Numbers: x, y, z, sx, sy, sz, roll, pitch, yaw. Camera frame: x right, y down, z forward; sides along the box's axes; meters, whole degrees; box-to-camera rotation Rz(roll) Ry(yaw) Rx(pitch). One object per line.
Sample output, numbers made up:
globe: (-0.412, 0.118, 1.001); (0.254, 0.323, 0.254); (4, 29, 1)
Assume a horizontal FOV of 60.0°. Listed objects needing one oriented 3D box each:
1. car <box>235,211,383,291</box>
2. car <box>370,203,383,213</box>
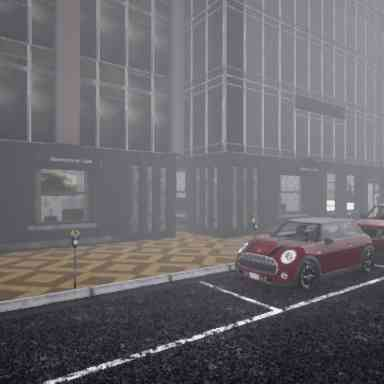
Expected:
car: (3.080, 1.439, 8.933); (4.097, 1.590, 1.967); (0, 0, -36)
car: (7.605, 1.310, 12.161); (5.009, 1.841, 2.192); (0, 0, -36)
